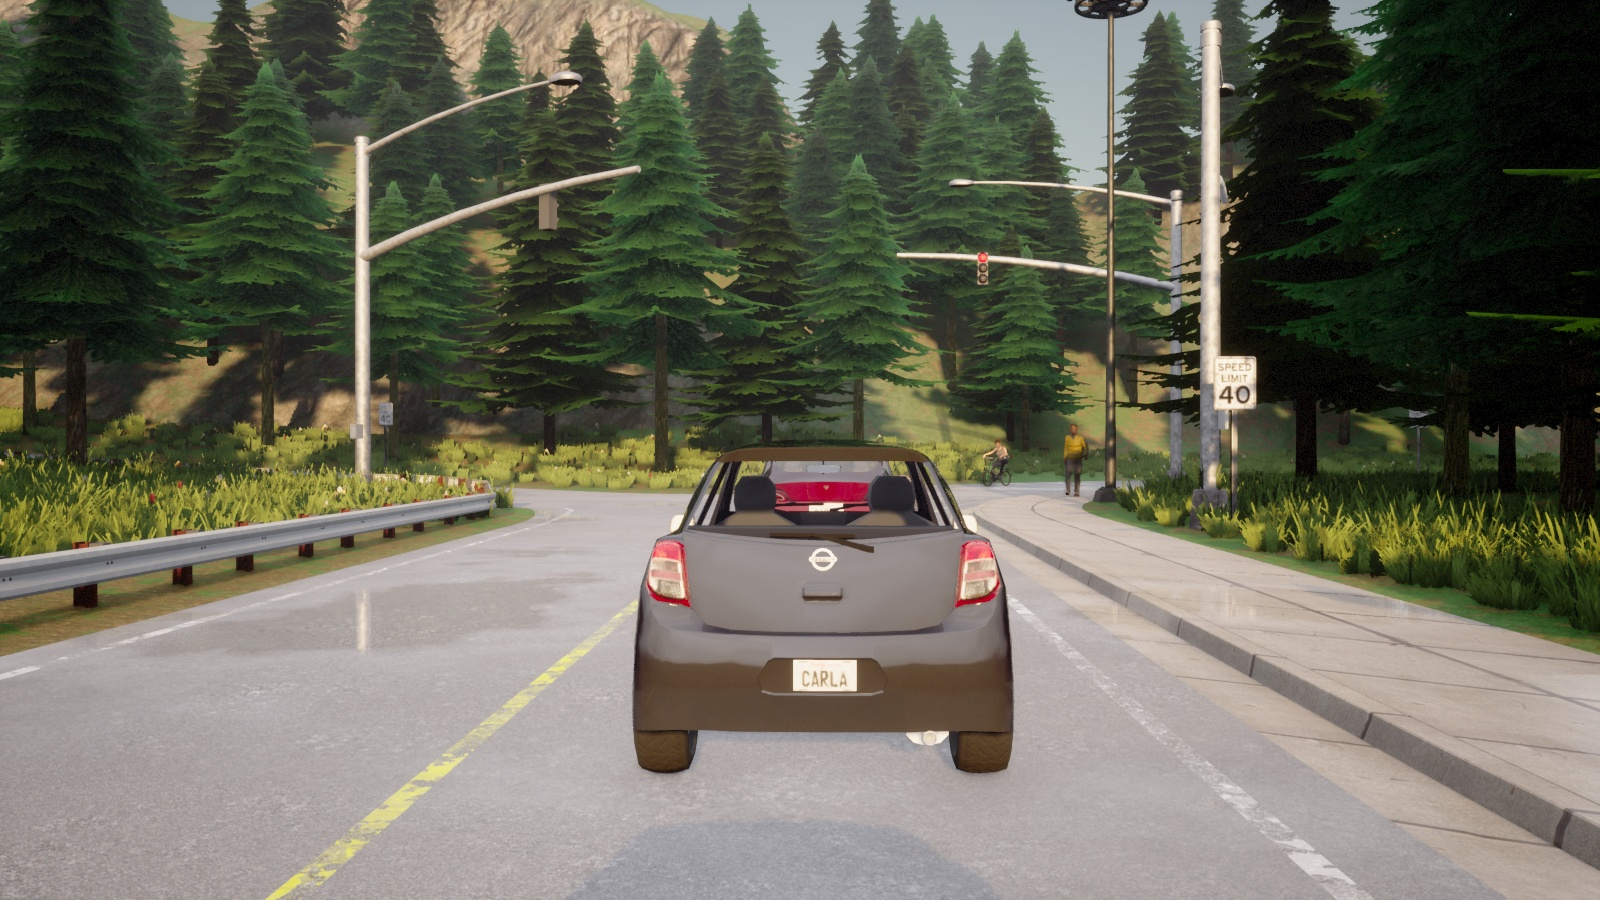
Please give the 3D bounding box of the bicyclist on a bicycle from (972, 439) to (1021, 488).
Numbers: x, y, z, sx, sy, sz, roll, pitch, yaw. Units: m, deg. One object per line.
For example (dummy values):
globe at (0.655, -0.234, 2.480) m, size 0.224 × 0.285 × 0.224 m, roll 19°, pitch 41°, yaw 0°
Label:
bicyclist on a bicycle at (6.685, 0.447, 42.708) m, size 1.509 × 1.612 × 0.866 m, roll 0°, pitch 1°, yaw -42°

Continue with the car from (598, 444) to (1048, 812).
car at (0.128, 0.721, 6.971) m, size 1.845 × 1.501 × 3.633 m, roll 0°, pitch 0°, yaw 1°

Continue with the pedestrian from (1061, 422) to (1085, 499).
pedestrian at (6.616, 0.242, 30.440) m, size 0.431 × 1.840 × 0.709 m, roll 0°, pitch 0°, yaw 25°
